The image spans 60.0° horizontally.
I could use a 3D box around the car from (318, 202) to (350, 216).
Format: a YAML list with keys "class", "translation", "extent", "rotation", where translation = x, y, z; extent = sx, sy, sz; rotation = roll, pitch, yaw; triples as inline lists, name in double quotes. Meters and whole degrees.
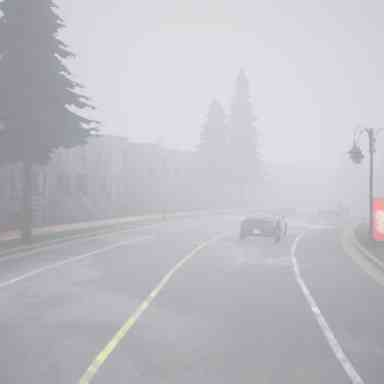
- class: "car"
  translation: [14.390, 1.705, 33.439]
  extent: [1.895, 1.301, 4.718]
  rotation: [0, 0, 40]

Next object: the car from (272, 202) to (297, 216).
- class: "car"
  translation: [8.420, 1.620, 31.858]
  extent: [1.994, 1.385, 4.181]
  rotation: [0, 0, 38]

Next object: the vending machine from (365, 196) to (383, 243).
- class: "vending machine"
  translation: [8.670, 1.260, 15.409]
  extent: [1.100, 2.100, 0.880]
  rotation: [0, 0, 23]

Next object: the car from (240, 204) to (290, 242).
- class: "car"
  translation: [3.629, 1.549, 16.606]
  extent: [1.812, 1.442, 4.674]
  rotation: [0, 0, 21]
